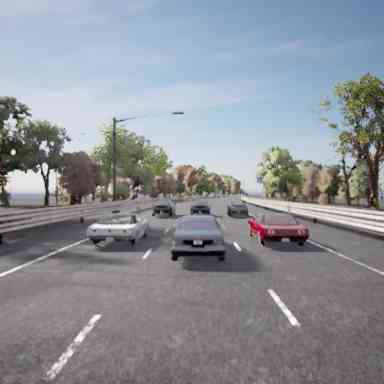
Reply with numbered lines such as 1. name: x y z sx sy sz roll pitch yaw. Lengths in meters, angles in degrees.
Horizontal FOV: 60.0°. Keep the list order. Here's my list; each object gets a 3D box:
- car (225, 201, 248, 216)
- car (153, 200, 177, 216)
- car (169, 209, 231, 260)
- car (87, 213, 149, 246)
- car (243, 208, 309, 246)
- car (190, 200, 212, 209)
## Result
1. car: 4.332 1.573 32.273 2.128 1.511 4.902 0 0 2
2. car: -2.657 1.572 32.485 1.837 1.490 4.892 1 -1 2
3. car: 0.225 1.573 12.491 2.033 1.411 5.357 0 0 1
4. car: -3.213 1.623 15.481 1.895 1.301 4.718 1 -1 1
5. car: 3.788 1.636 15.483 1.895 1.301 4.718 0 0 1
6. car: 0.836 1.586 32.429 1.837 1.490 4.892 0 0 2
